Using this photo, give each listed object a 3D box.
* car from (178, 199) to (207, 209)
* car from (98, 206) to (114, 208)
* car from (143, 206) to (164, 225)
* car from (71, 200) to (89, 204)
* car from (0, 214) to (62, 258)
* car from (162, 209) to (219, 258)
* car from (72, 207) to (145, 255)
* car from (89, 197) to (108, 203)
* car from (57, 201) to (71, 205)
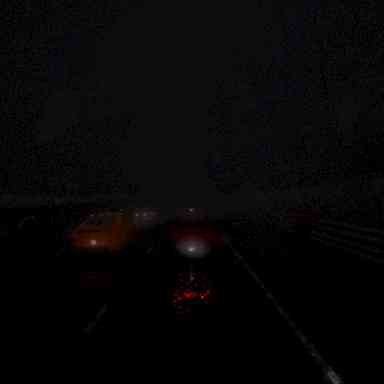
[{"bbox_3d":[0.025,1.569,27.606,2.150,2.045,5.566,0,0,0],"label":"car"},{"bbox_3d":[-6.976,1.891,27.567,2.033,1.411,5.357,0,-1,1],"label":"car"},{"bbox_3d":[-3.474,1.891,27.562,2.033,1.411,5.357,0,-1,0],"label":"car"},{"bbox_3d":[-21.534,2.325,65.464,1.882,1.535,5.008,0,-1,-1],"label":"car"},{"bbox_3d":[-6.970,1.654,13.518,2.128,1.511,4.902,0,-1,1],"label":"car"},{"bbox_3d":[0.031,1.669,13.500,1.837,1.490,4.892,0,0,1],"label":"car"},{"bbox_3d":[-3.462,1.648,14.242,1.882,1.535,5.008,0,0,1],"label":"car"},{"bbox_3d":[-18.037,2.073,65.596,2.150,2.045,5.566,0,0,-1],"label":"car"},{"bbox_3d":[-25.032,2.396,65.340,1.994,1.385,4.181,0,-1,-1],"label":"car"}]
